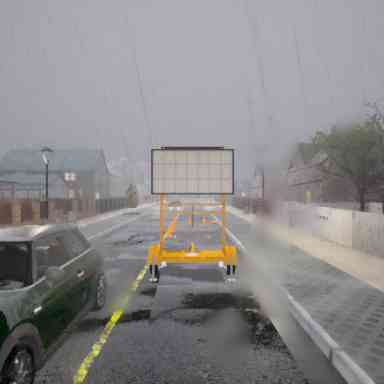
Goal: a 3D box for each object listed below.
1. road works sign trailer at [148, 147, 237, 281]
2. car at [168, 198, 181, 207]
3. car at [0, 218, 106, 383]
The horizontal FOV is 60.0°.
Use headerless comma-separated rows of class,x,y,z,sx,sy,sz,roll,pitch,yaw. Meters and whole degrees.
road works sign trailer,0.019,0.471,9.835,2.380,3.560,2.880,0,0,0
car,-2.723,1.684,53.200,1.994,1.385,4.181,0,0,0
car,-2.746,1.355,4.710,2.097,1.767,4.553,0,0,0
